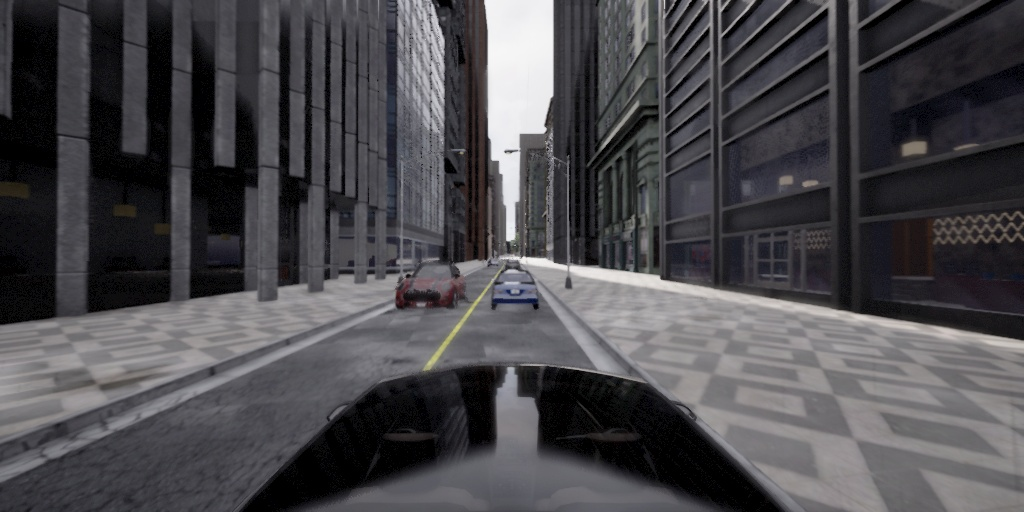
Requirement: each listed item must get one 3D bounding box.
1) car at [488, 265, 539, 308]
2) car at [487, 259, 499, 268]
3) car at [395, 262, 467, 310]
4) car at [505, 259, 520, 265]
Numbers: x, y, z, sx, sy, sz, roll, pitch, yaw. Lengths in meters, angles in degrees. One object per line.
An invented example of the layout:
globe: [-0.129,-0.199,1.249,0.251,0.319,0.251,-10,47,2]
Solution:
car: [0.107,1.268,14.861,2.033,1.411,5.357,0,0,0]
car: [-2.997,1.149,57.562,2.033,1.411,5.357,0,0,0]
car: [-3.097,1.073,14.492,2.097,1.767,4.553,0,0,0]
car: [0.102,1.096,45.854,2.128,1.511,4.902,0,0,0]
